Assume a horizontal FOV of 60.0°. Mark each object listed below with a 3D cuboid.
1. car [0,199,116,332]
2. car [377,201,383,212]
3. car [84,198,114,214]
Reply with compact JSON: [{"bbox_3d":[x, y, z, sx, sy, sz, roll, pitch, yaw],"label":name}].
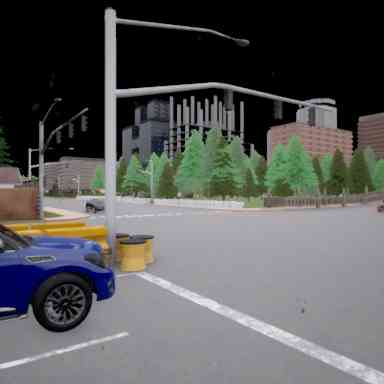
[{"bbox_3d":[-4.056,1.221,5.170,5.566,2.045,2.150,0,0,-35],"label":"car"},{"bbox_3d":[22.765,1.363,37.361,4.553,1.767,2.097,0,0,-35],"label":"car"},{"bbox_3d":[-10.445,1.511,36.951,1.837,1.490,4.892,0,0,-33],"label":"car"}]
